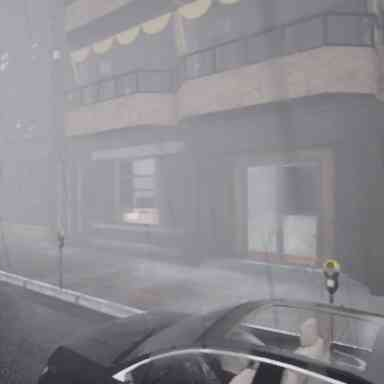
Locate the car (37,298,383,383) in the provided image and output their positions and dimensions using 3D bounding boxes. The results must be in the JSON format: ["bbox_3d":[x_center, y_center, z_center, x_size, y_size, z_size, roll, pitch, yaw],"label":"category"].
[{"bbox_3d":[0.583,1.552,2.462,4.403,1.369,2.008,0,0,36],"label":"car"}]
